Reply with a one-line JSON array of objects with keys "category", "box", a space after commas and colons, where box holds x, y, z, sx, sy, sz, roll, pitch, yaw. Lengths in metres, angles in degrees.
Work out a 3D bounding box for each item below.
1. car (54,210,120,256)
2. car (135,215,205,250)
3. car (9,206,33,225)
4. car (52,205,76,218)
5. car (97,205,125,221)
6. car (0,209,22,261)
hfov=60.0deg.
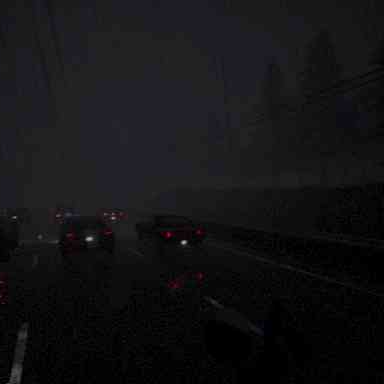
[{"category": "car", "box": [-4.482, 1.676, 13.810, 1.994, 1.385, 4.181, 0, 0, -23]}, {"category": "car", "box": [-1.194, 1.687, 15.015, 1.895, 1.301, 4.718, 0, 0, -23]}, {"category": "car", "box": [-13.698, 1.827, 26.147, 1.994, 1.385, 4.181, 0, 0, -23]}, {"category": "car", "box": [-10.126, 1.779, 26.687, 2.033, 1.411, 5.357, 0, 0, -23]}, {"category": "car", "box": [-7.198, 1.815, 28.752, 1.895, 1.301, 4.718, 0, 0, -23]}, {"category": "car", "box": [-7.707, 1.643, 12.442, 1.837, 1.490, 4.892, 0, 0, -23]}]
